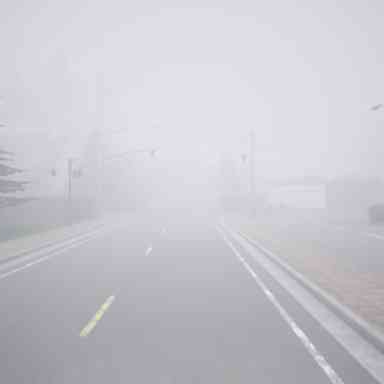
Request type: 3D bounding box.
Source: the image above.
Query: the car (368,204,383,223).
[{"bbox_3d":[14.198,1.560,23.300,2.007,1.523,4.514,0,-1,0],"label":"car"}]
